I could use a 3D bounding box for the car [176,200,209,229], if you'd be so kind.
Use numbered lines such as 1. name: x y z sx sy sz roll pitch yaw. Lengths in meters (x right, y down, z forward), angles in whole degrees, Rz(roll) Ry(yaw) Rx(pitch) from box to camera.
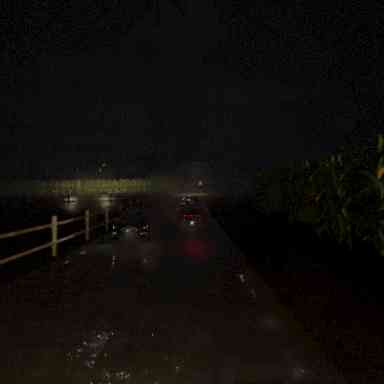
1. car: 0.038 1.525 21.910 1.837 1.490 4.892 0 1 0

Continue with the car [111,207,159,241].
1. car: -2.788 1.559 17.190 1.837 1.490 4.892 0 0 0

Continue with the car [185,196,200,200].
1. car: 0.051 1.199 41.953 2.033 1.411 5.357 0 1 0
